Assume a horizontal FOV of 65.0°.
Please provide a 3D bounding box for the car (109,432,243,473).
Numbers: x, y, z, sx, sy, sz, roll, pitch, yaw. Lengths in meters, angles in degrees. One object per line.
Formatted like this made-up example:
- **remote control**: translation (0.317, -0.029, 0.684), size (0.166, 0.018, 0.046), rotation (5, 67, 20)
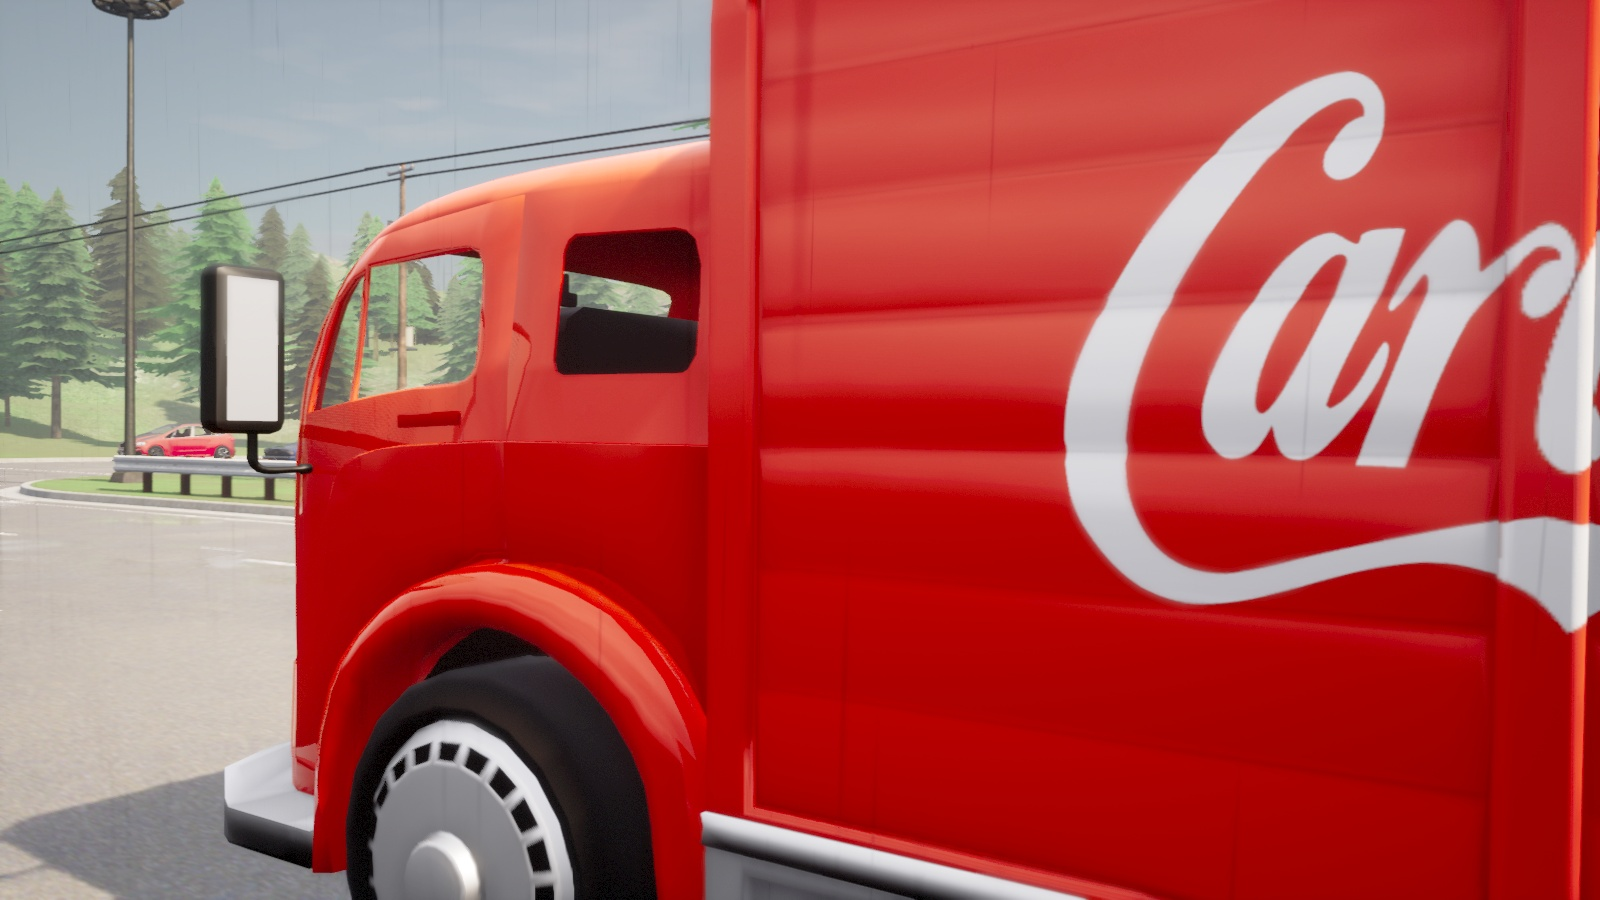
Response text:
- **car**: translation (-26.619, 0.084, 53.694), size (2.242, 1.667, 4.611), rotation (0, 1, 34)

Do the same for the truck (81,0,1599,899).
- **truck**: translation (1.044, 0.195, 2.920), size (5.204, 2.467, 2.627), rotation (0, 1, 34)

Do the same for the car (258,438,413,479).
- **car**: translation (-17.706, 0.283, 48.129), size (2.033, 1.411, 5.357), rotation (0, 1, 34)
